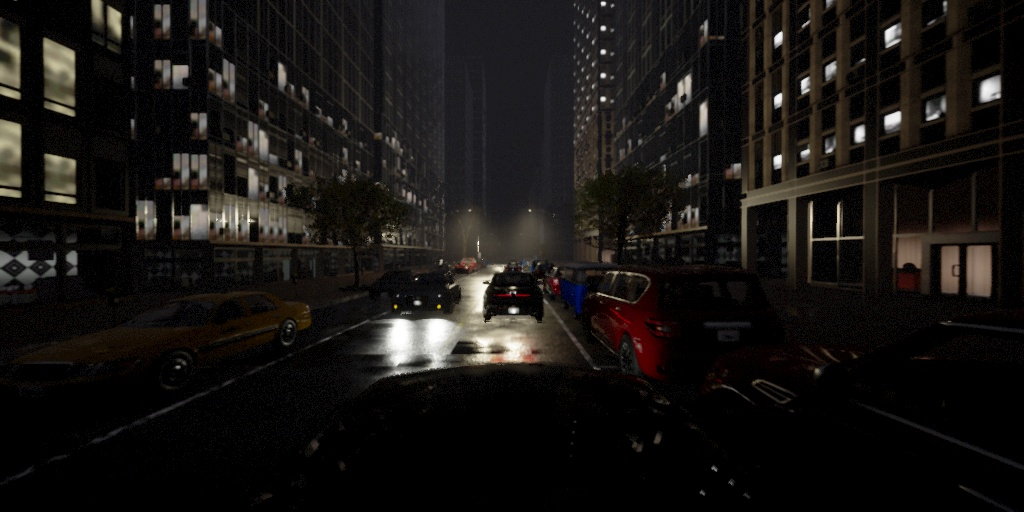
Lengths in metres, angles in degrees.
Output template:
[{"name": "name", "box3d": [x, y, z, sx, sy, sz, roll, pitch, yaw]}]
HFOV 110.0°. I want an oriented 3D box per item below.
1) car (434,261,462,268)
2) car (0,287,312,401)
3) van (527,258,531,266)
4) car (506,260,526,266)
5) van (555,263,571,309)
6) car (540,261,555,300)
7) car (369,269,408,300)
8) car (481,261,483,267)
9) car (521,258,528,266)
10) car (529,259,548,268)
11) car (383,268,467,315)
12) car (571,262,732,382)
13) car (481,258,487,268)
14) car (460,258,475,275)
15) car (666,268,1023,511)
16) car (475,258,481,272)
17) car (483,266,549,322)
[{"name": "car", "box3d": [-5.687, 1.375, 29.556, 2.007, 1.370, 4.403, 0, 0, 0]}, {"name": "car", "box3d": [-5.691, 1.289, 6.651, 1.751, 1.417, 4.829, 0, 0, 0]}, {"name": "van", "box3d": [2.695, 1.180, 35.237, 1.690, 1.789, 3.998, 0, 0, 0]}, {"name": "car", "box3d": [0.108, 1.391, 37.143, 2.033, 1.411, 5.357, 0, 0, 0]}, {"name": "van", "box3d": [2.691, 1.120, 12.503, 1.690, 1.789, 3.998, 0, 0, 0]}, {"name": "car", "box3d": [2.692, 1.234, 18.186, 1.967, 1.591, 4.097, 0, 0, 0]}, {"name": "car", "box3d": [-5.689, 1.360, 18.188, 1.948, 1.339, 4.313, 0, 0, 0]}, {"name": "car", "box3d": [-5.682, 1.465, 52.290, 1.802, 1.307, 4.207, 0, 0, 0]}, {"name": "car", "box3d": [2.699, 1.433, 52.288, 2.007, 1.370, 4.403, 0, 0, 0]}, {"name": "car", "box3d": [2.694, 1.264, 29.554, 1.967, 1.591, 4.097, 0, 0, 0]}, {"name": "car", "box3d": [-3.096, 1.346, 13.697, 1.994, 1.385, 4.181, 0, 0, 0]}, {"name": "car", "box3d": [2.689, 1.078, 6.820, 2.192, 1.841, 5.009, 0, 0, 0]}, {"name": "car", "box3d": [-5.679, 1.493, 63.658, 1.802, 1.307, 4.207, 0, 0, 0]}, {"name": "car", "box3d": [-5.684, 1.294, 40.923, 1.967, 1.591, 4.097, 0, 0, 0]}, {"name": "car", "box3d": [2.688, 1.063, 1.136, 2.192, 1.841, 5.009, 0, 0, 0]}, {"name": "car", "box3d": [-5.683, 1.183, 46.607, 2.192, 1.841, 5.009, 0, 0, 0]}, {"name": "car", "box3d": [0.031, 1.285, 12.539, 1.837, 1.490, 4.892, 0, 0, 0]}]
